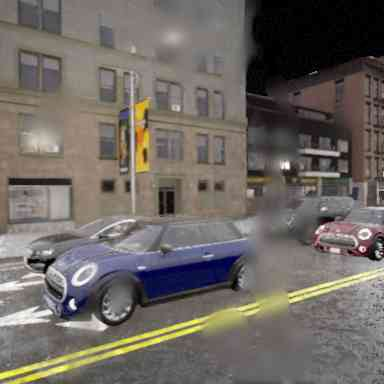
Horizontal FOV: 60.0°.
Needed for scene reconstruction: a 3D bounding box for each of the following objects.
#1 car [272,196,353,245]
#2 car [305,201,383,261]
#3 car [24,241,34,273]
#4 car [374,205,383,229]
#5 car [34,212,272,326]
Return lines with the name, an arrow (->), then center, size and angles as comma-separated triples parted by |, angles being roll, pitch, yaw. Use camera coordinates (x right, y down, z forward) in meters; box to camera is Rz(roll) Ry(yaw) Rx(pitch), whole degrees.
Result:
car -> 5.724, 1.226, 15.739 | 5.566, 2.045, 2.150 | 0, 0, -36
car -> 6.588, 1.355, 12.369 | 4.553, 1.767, 2.097 | 0, 0, -36
car -> -2.302, 1.492, 10.021 | 4.902, 1.511, 2.128 | 0, 0, -35
car -> 13.920, 1.542, 21.599 | 4.674, 1.442, 1.812 | 0, 0, -35
car -> -0.686, 1.351, 7.180 | 4.553, 1.767, 2.097 | 0, 0, -35
